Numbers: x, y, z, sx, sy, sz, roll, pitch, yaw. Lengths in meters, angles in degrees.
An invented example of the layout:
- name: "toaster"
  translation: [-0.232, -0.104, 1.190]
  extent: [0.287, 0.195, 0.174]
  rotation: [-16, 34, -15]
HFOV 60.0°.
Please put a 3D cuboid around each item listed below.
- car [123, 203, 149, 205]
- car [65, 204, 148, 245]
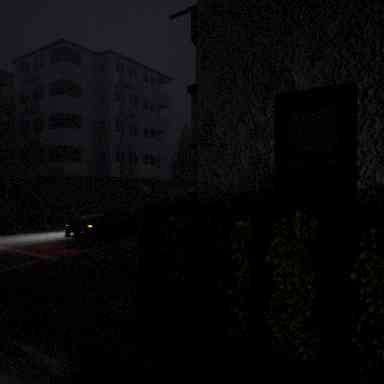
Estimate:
- name: "car"
  translation: [-3.929, 1.492, 21.903]
  extent: [2.128, 1.511, 4.902]
  rotation: [0, 0, 35]
- name: "car"
  translation: [-3.667, 1.526, 15.658]
  extent: [1.812, 1.442, 4.674]
  rotation: [0, 0, 34]
